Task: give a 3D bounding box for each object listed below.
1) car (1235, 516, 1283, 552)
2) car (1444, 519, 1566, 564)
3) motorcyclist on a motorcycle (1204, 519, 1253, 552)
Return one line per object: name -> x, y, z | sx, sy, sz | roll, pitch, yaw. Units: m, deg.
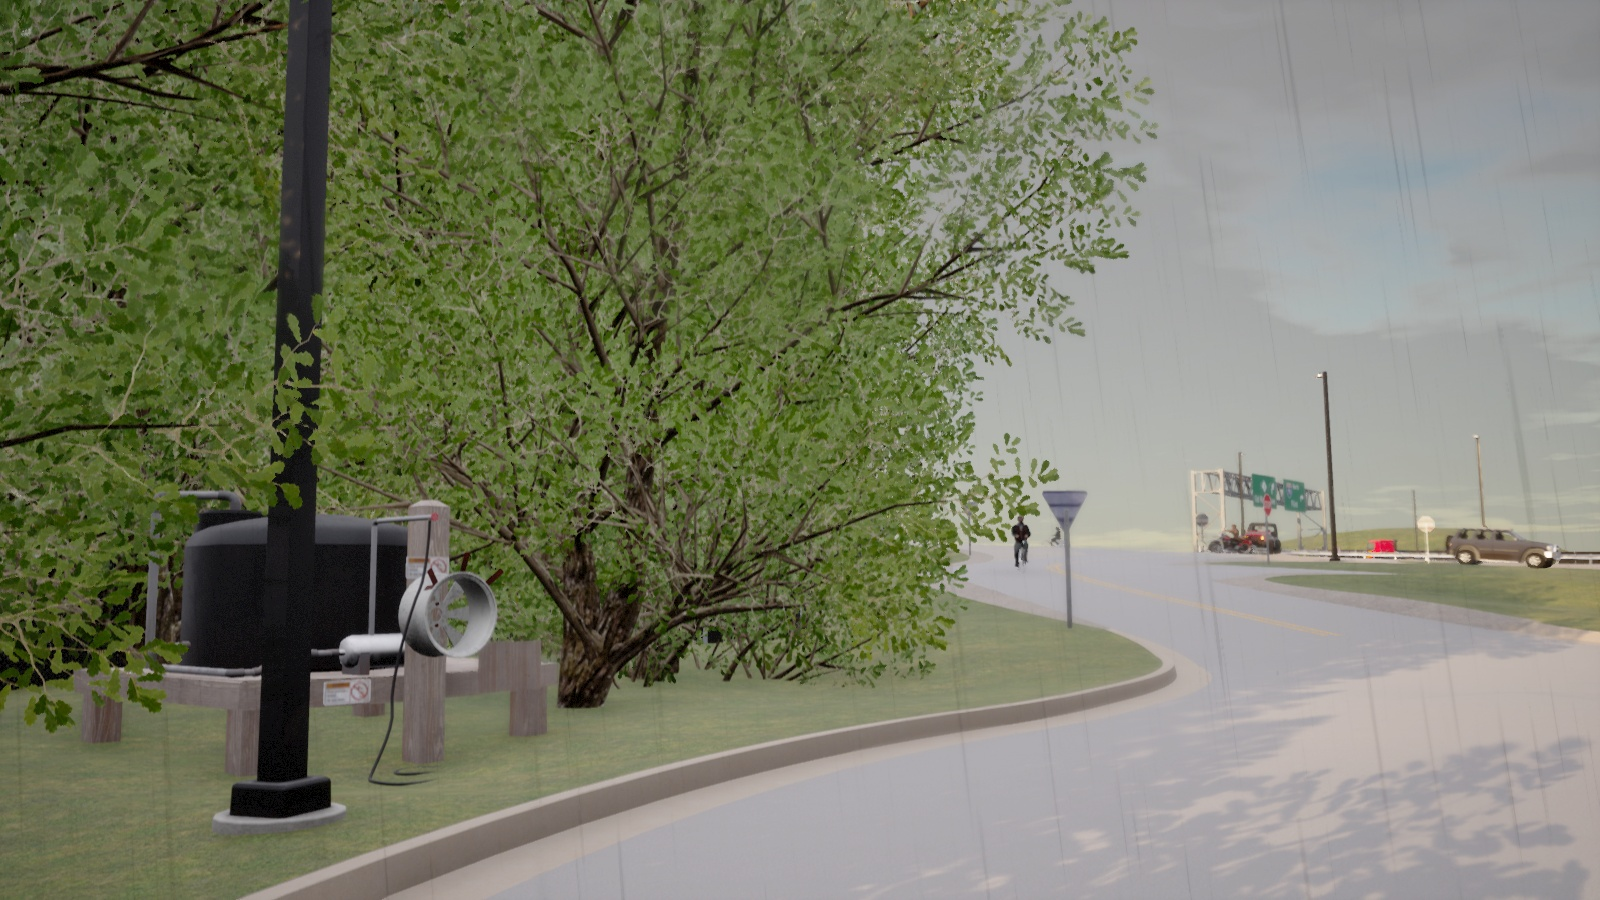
car -> 26.268, 4.822, 71.762 | 1.905, 1.878, 3.866 | 0, -4, 30
car -> 32.699, 4.246, 58.296 | 4.605, 1.855, 1.932 | 0, -4, 41
motorcyclist on a motorcycle -> 22.903, 4.555, 67.186 | 2.350, 1.649, 0.766 | 2, -3, -2
